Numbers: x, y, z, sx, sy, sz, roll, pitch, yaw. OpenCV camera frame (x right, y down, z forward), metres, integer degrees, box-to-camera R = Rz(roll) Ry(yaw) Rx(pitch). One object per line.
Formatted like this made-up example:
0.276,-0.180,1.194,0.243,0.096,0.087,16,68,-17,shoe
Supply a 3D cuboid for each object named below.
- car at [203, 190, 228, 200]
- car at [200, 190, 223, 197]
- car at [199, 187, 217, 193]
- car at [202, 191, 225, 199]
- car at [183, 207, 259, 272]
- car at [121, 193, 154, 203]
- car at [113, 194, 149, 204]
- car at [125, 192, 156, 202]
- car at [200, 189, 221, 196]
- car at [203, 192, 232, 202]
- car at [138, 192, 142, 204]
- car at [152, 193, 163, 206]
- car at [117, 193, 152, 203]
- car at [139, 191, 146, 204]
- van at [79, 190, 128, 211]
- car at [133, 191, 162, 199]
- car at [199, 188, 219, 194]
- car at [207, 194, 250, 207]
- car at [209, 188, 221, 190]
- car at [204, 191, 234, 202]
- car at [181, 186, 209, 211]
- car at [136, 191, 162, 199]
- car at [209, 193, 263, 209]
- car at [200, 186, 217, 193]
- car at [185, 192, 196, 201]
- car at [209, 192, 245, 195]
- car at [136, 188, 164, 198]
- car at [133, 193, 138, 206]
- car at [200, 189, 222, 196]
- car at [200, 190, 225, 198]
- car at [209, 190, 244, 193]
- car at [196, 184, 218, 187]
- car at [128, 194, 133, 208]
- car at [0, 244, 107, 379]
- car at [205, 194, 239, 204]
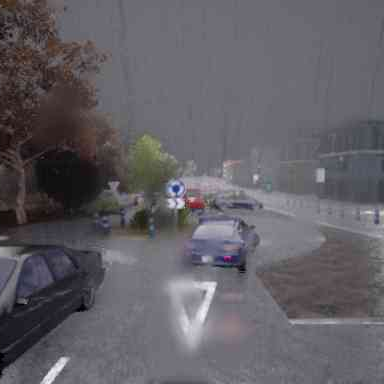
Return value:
4.284,0.555,62.138,4.553,1.767,2.185,0,2,0,car
4.332,0.289,73.281,5.008,1.535,2.097,0,2,0,car
4.341,-0.606,92.749,4.892,1.521,2.231,0,3,0,car
4.318,0.542,67.708,4.674,1.452,2.002,0,2,0,car
1.044,1.522,10.969,1.812,1.442,4.674,0,2,16,car
-8.768,0.886,53.613,5.008,1.535,2.097,0,1,0,car
-8.750,1.007,48.033,4.792,1.488,2.163,0,1,0,car
-8.764,0.825,56.530,4.892,1.521,2.231,0,1,0,car
4.335,0.085,78.850,4.674,1.452,2.002,0,3,0,car
4.339,0.854,56.569,4.792,1.488,2.163,0,1,0,car
-8.817,1.062,39.789,4.792,1.488,2.163,0,0,0,car
-3.843,0.771,40.997,2.150,2.045,5.566,0,0,0,car
-8.771,0.936,50.823,5.008,1.535,2.097,0,1,0,car
-8.968,1.002,45.377,5.366,1.575,1.946,0,0,0,car
-8.670,0.793,31.419,4.442,1.987,1.878,1,0,0,van
-8.577,0.597,64.762,5.366,1.575,1.946,0,2,0,car
4.344,-0.216,84.409,5.008,1.535,2.097,0,3,0,car
4.297,1.033,39.837,5.008,1.535,2.097,0,0,0,car
4.266,0.773,42.630,5.566,2.045,2.435,0,0,0,car
4.338,0.758,53.778,4.553,1.767,2.185,0,1,0,car
-0.438,0.762,28.774,2.150,2.045,5.566,-1,0,-10,car
-8.764,0.506,67.550,5.008,1.535,2.097,0,2,0,car
4.313,1.048,31.488,4.792,1.488,2.163,0,0,0,car
4.375,-0.596,89.838,4.553,1.767,2.185,0,3,0,car
-0.225,0.764,61.492,2.033,1.411,5.357,0,2,0,car
4.257,1.056,34.272,4.792,1.488,2.163,0,0,0,car
-8.784,0.154,70.328,5.566,2.045,2.435,0,2,0,car
-8.794,1.072,36.877,4.674,1.452,2.002,0,0,0,car
4.359,0.201,76.067,4.792,1.488,2.163,0,3,0,car
4.330,0.400,70.494,5.008,1.535,2.097,0,2,0,car
4.258,0.908,37.058,4.553,1.767,2.185,0,0,0,car
4.307,-0.336,81.617,5.566,2.045,2.435,0,3,0,car
-8.796,1.064,34.092,4.674,1.452,2.002,0,0,0,car
-2.975,1.601,5.228,2.033,1.411,5.357,0,0,4,car
4.330,1.006,48.200,4.792,1.488,2.163,0,1,0,car
